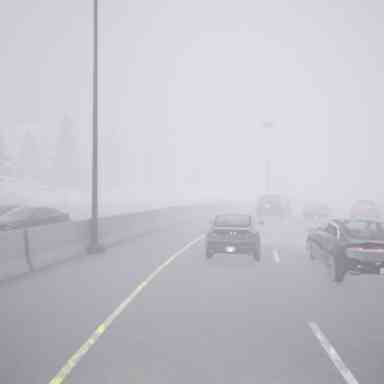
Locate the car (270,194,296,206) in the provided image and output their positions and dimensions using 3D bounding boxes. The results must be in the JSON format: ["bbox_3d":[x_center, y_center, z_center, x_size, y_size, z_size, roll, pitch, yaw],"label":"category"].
[{"bbox_3d":[16.150,1.323,58.900,2.150,2.045,5.566,0,0,42],"label":"car"}]

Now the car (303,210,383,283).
[{"bbox_3d":[4.624,1.520,9.641,2.128,1.511,4.902,0,0,8],"label":"car"}]

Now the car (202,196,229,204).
[{"bbox_3d":[4.423,1.563,56.353,1.837,1.490,4.892,0,0,41],"label":"car"}]

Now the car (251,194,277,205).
[{"bbox_3d":[13.348,1.313,61.021,2.150,2.045,5.566,0,0,42],"label":"car"}]

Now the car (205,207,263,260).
[{"bbox_3d":[1.663,1.521,12.668,1.837,1.490,4.892,0,0,11],"label":"car"}]

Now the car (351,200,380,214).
[{"bbox_3d":[15.402,1.444,29.497,2.097,1.767,4.553,0,0,29],"label":"car"}]

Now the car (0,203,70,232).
[{"bbox_3d":[-8.296,1.450,16.981,1.882,1.535,5.008,0,0,14],"label":"car"}]

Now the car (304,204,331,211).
[{"bbox_3d":[10.828,1.670,28.519,1.895,1.301,4.718,0,0,27],"label":"car"}]

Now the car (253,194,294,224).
[{"bbox_3d":[7.216,1.274,29.108,2.150,2.045,5.566,0,0,26],"label":"car"}]

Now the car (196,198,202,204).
[{"bbox_3d":[2.791,1.529,59.822,1.882,1.535,5.008,0,0,42],"label":"car"}]
